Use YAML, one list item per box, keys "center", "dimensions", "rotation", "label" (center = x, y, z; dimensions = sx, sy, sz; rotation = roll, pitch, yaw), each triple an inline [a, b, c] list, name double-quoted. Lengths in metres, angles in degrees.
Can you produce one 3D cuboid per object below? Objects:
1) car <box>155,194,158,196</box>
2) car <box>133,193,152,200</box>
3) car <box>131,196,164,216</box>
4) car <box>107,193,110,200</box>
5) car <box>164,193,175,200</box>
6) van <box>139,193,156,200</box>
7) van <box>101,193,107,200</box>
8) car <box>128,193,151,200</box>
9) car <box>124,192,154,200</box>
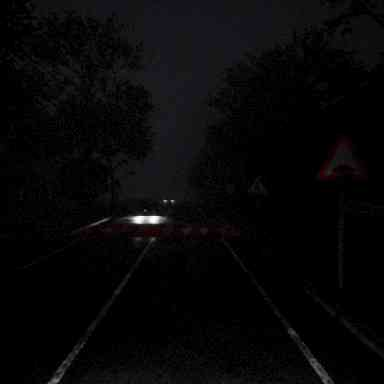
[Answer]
- center: [-12.169, 0.992, 84.866]
  dimensions: [5.566, 2.045, 2.435]
  rotation: [0, -1, -1]
  label: "car"
- center: [-12.164, 1.056, 82.092]
  dimensions: [4.553, 1.767, 2.185]
  rotation: [0, -1, -1]
  label: "car"
- center: [-3.895, 1.334, 29.581]
  dimensions: [1.994, 1.385, 4.181]
  rotation: [0, 1, -1]
  label: "car"
- center: [-25.376, 1.253, 90.306]
  dimensions: [4.553, 1.767, 2.185]
  rotation: [0, -1, -1]
  label: "car"
- center: [-4.781, 1.036, 70.807]
  dimensions: [1.837, 1.490, 4.892]
  rotation: [0, 0, -1]
  label: "car"
- center: [-12.508, 1.210, 93.186]
  dimensions: [4.442, 1.987, 1.878]
  rotation: [0, -1, -1]
  label: "van"
- center: [-25.460, 1.089, 87.537]
  dimensions: [4.442, 1.987, 1.878]
  rotation: [0, -1, -1]
  label: "van"
- center: [-12.009, 1.077, 76.543]
  dimensions: [4.892, 1.521, 2.231]
  rotation: [0, -1, -1]
  label: "car"
- center: [-11.754, 1.033, 73.780]
  dimensions: [5.366, 1.575, 1.946]
  rotation: [0, -1, -1]
  label: "car"
